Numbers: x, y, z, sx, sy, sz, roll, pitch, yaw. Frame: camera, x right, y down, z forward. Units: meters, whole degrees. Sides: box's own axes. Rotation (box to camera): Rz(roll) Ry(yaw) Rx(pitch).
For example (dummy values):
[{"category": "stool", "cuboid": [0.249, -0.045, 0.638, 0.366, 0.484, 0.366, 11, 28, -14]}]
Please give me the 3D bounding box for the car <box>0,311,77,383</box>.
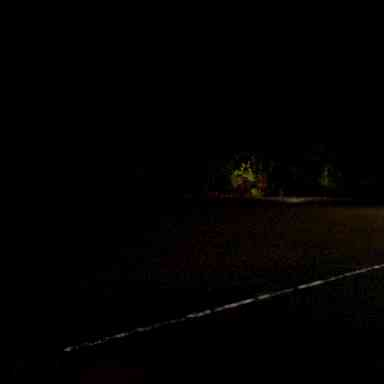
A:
[{"category": "car", "cuboid": [-3.336, 1.547, 1.613, 5.357, 1.411, 2.033, 0, 0, -36]}]
